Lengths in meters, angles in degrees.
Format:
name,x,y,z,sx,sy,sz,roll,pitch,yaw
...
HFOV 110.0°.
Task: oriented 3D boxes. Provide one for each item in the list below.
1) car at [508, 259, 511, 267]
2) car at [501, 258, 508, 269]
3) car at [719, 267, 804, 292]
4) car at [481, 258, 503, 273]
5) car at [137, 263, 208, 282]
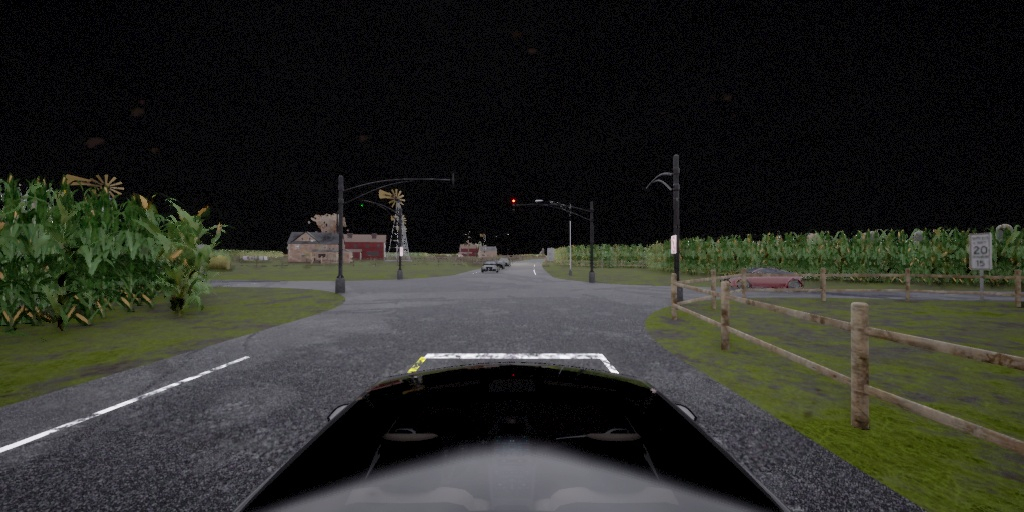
name,x,y,z,sx,sy,sz,roll,pitch,yaw
car,-1.393,1.083,63.971,2.097,1.767,4.553,0,0,4
car,-2.056,1.340,53.794,1.895,1.301,4.718,0,0,3
car,14.886,1.356,21.612,4.181,1.385,1.994,0,-1,10
car,-2.571,1.309,43.794,1.994,1.385,4.181,0,0,3
car,-24.172,1.195,25.400,4.902,1.511,2.128,0,-1,10
